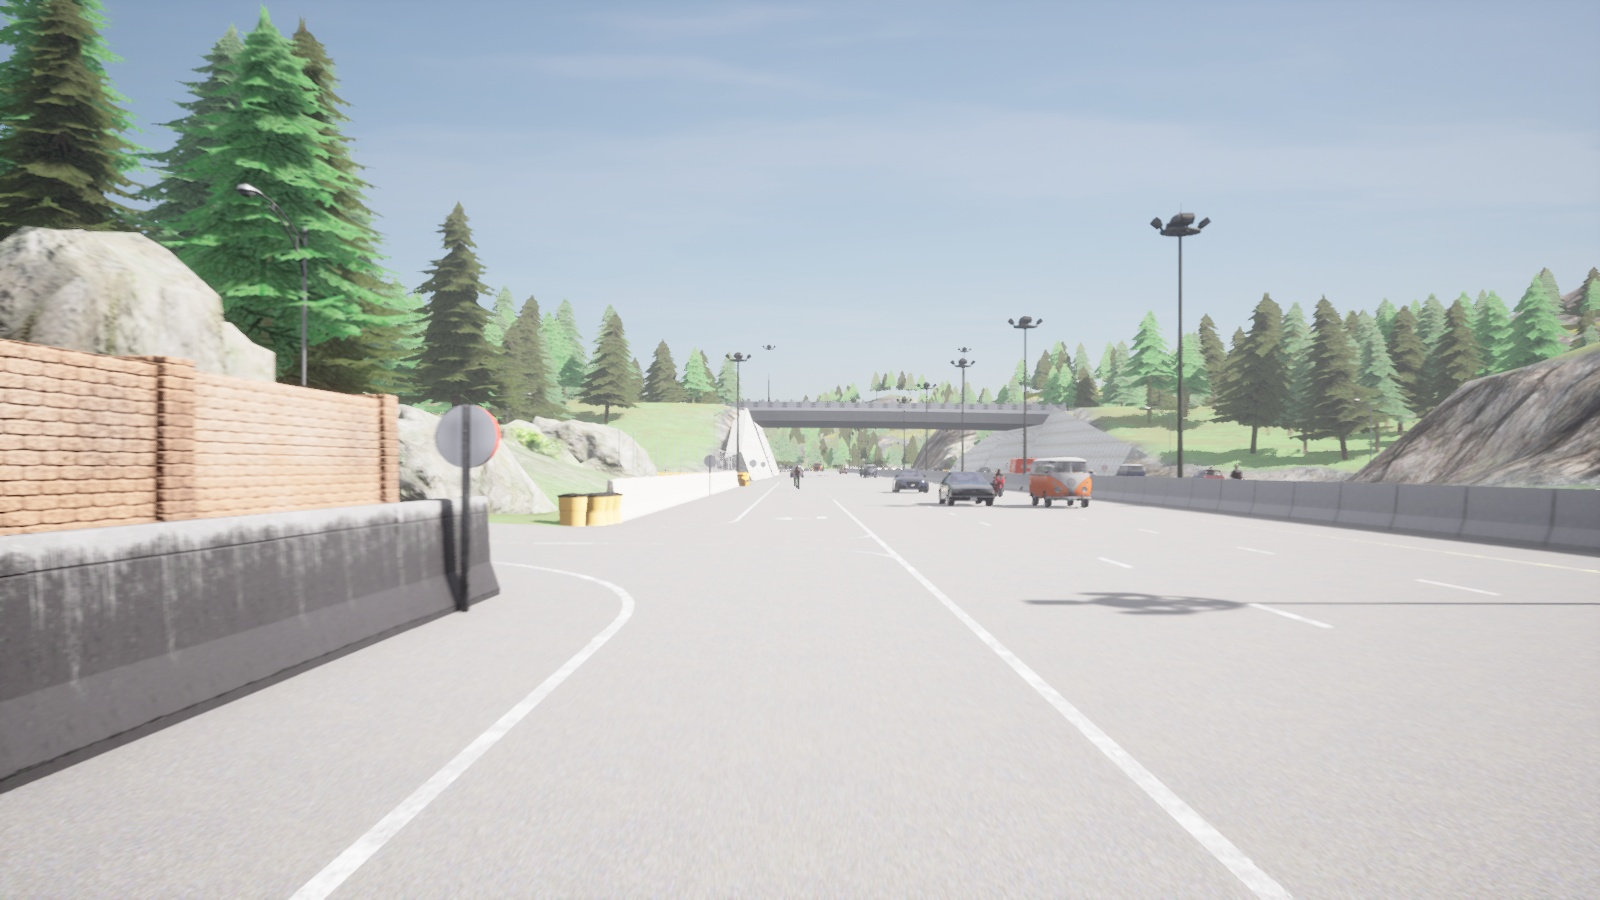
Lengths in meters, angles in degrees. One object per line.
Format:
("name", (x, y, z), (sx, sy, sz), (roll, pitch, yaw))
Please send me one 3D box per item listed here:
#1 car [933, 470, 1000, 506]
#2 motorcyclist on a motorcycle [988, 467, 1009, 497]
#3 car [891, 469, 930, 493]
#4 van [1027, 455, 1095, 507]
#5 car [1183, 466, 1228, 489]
("car", (6.881, 1.540, 52.451), (2.033, 1.411, 5.357), (0, -1, 0))
("motorcyclist on a motorcycle", (10.351, 1.638, 65.577), (0.797, 1.523, 2.044), (0, 0, 0))
("car", (6.813, 1.900, 77.799), (1.994, 1.385, 4.181), (0, -1, 0))
("van", (10.385, 1.202, 50.254), (1.775, 1.987, 4.442), (0, -1, 0))
("car", (27.804, 1.880, 86.192), (1.845, 1.501, 3.633), (0, -1, 0))
